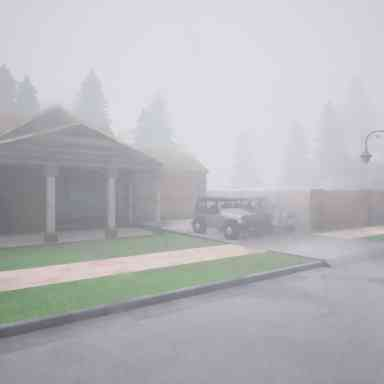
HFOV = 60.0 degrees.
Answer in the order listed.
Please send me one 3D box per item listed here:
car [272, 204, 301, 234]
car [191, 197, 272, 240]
[{"bbox_3d":[3.415,1.174,17.749,1.932,1.855,4.605,0,0,-36],"label":"car"},{"bbox_3d":[1.596,1.176,15.971,1.905,1.878,3.866,0,0,-36],"label":"car"}]
